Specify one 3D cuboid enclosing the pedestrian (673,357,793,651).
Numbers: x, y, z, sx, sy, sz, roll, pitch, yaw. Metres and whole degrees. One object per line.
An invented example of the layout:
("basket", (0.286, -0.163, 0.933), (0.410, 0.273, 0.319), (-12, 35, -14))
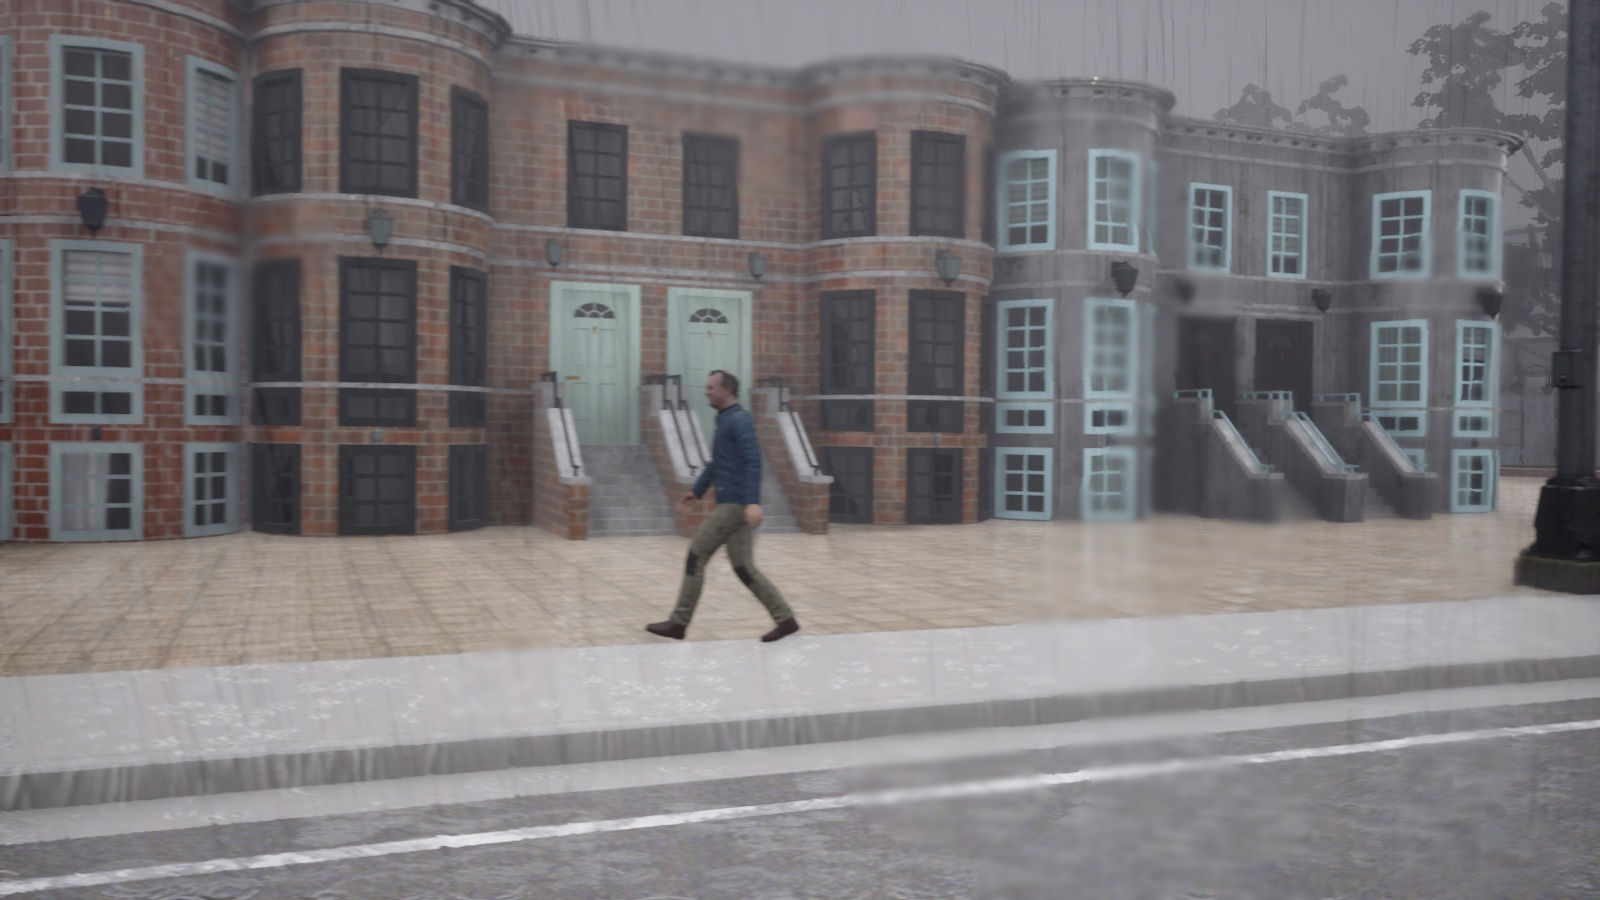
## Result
("pedestrian", (-0.439, 0.334, 8.130), (0.726, 1.842, 0.402), (-1, 1, -8))
